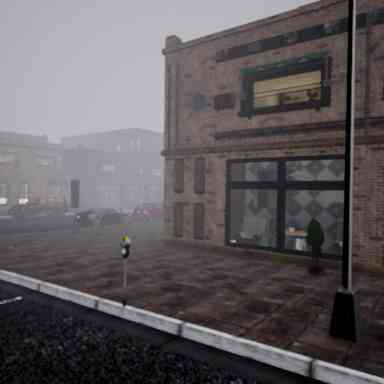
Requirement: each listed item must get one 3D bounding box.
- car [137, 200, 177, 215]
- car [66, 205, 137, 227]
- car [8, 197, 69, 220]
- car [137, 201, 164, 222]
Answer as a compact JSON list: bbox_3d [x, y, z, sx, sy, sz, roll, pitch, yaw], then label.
[{"bbox_3d":[-3.913,1.732,37.678,1.812,1.442,4.674,1,0,36],"label":"car"},{"bbox_3d":[-6.496,1.757,24.312,1.947,1.339,4.313,1,0,36],"label":"car"},{"bbox_3d":[-13.265,1.357,29.246,2.192,1.841,5.009,1,0,36],"label":"car"},{"bbox_3d":[-3.227,1.684,28.796,1.967,1.590,4.097,1,0,36],"label":"car"}]
